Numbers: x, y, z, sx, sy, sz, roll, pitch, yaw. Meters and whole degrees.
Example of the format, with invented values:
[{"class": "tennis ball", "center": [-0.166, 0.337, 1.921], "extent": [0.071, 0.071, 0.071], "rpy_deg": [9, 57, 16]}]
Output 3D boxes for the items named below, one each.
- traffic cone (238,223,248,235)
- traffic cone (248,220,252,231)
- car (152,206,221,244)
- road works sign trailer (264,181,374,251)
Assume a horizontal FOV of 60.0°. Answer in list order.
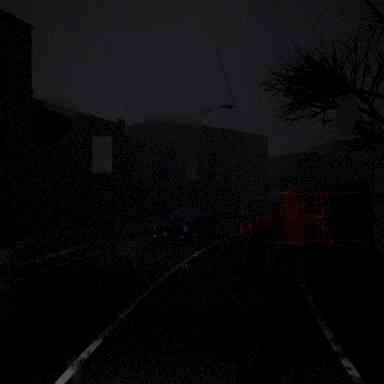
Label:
[{"class": "traffic cone", "center": [2.625, 1.945, 17.684], "extent": [0.340, 0.580, 0.340], "rpy_deg": [1, 0, 23]}, {"class": "traffic cone", "center": [3.406, 1.946, 19.525], "extent": [0.340, 0.580, 0.340], "rpy_deg": [1, 0, 23]}, {"class": "car", "center": [-0.119, 1.452, 15.961], "extent": [1.882, 1.535, 5.008], "rpy_deg": [0, 0, 23]}, {"class": "road works sign trailer", "center": [4.691, 0.942, 12.357], "extent": [2.880, 2.380, 3.560], "rpy_deg": [-2, -2, -45]}]
